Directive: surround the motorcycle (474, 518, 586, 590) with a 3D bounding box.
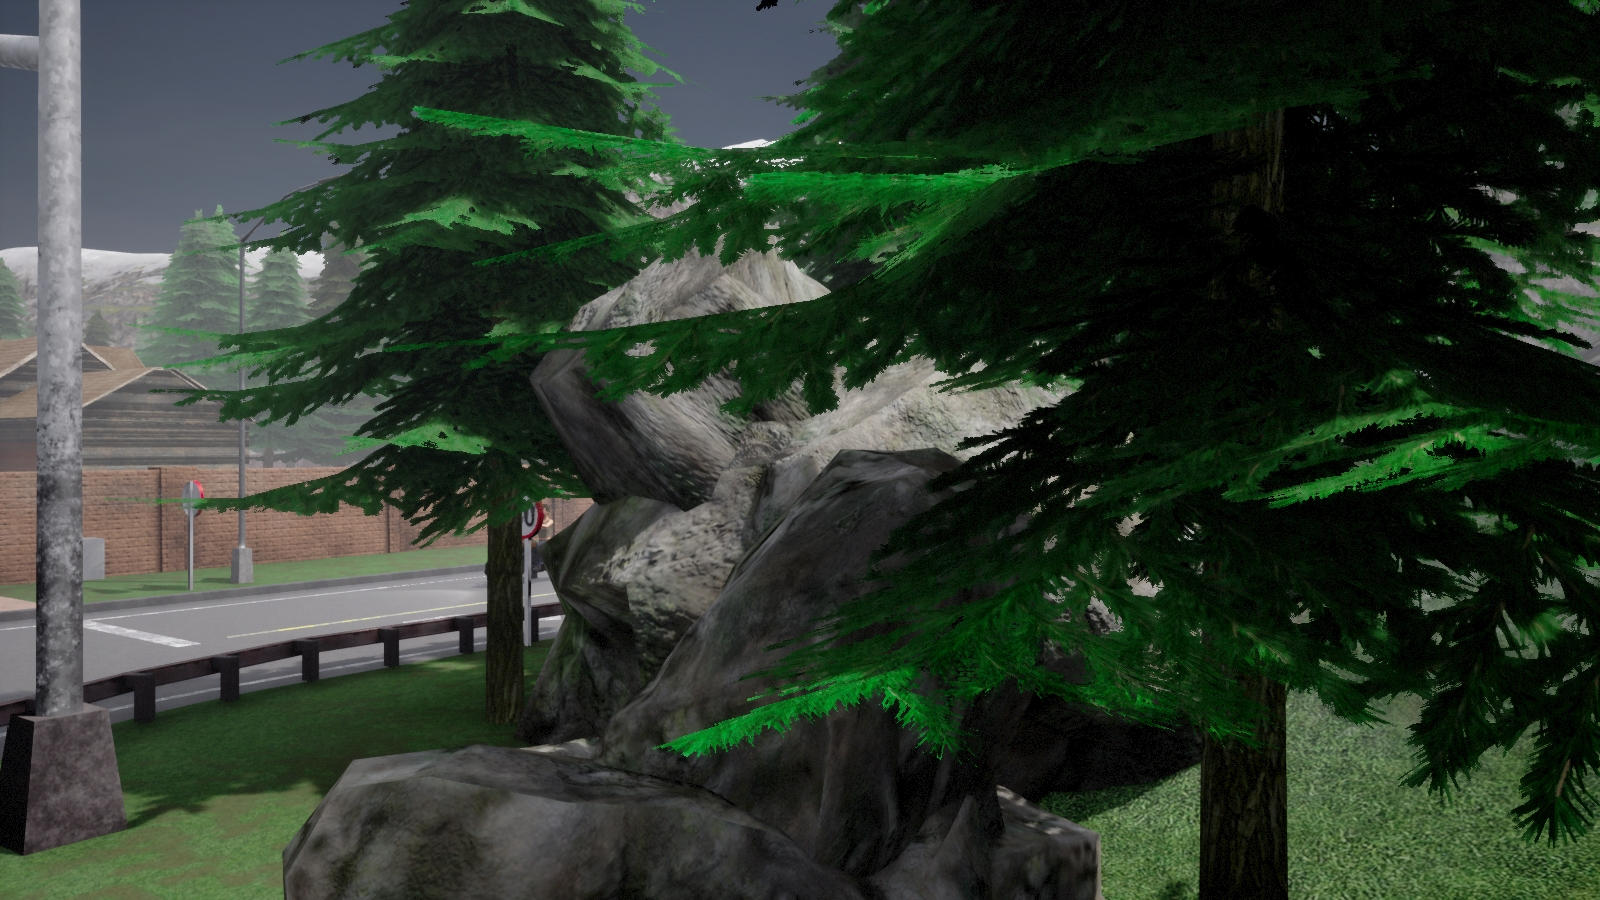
[{"bbox_3d":[-5.636,2.150,24.014,0.764,1.277,2.356,0,0,36],"label":"motorcycle"}]
